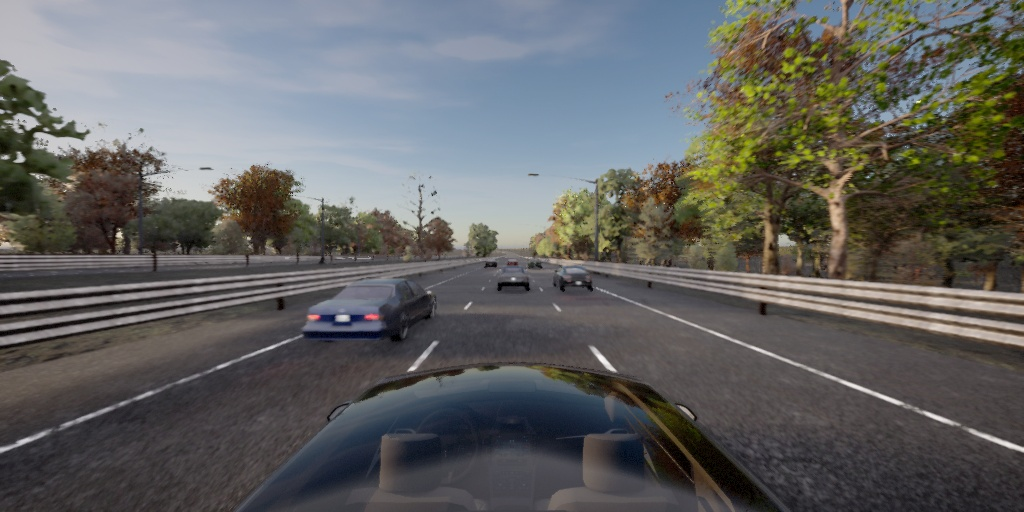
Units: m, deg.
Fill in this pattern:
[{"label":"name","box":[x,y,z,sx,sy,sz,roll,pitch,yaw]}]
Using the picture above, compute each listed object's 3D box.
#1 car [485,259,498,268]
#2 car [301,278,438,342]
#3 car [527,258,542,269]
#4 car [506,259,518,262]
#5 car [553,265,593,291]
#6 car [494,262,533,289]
[{"label":"car","box":[-3.439,1.220,60.445,1.882,1.535,5.008,0,0,0]},{"label":"car","box":[-3.411,1.297,9.731,2.033,1.411,5.357,0,0,0]},{"label":"car","box":[3.562,1.095,57.704,2.097,1.767,4.553,0,0,0]},{"label":"car","box":[0.061,1.220,60.534,1.882,1.535,5.008,0,0,0]},{"label":"car","box":[3.587,1.274,21.569,1.812,1.442,4.674,0,0,0]},{"label":"car","box":[0.087,1.312,22.833,1.994,1.385,4.181,0,0,0]}]
